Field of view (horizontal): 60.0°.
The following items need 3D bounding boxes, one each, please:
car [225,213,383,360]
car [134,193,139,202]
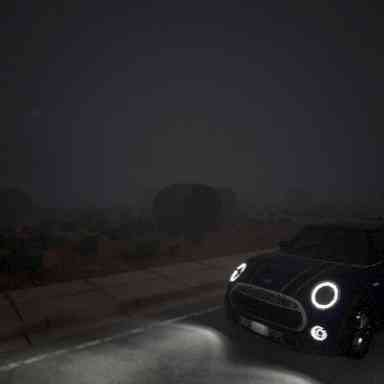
[{"bbox_3d":[2.756,1.327,6.063,4.553,1.767,2.097,0,0,-37],"label":"car"},{"bbox_3d":[-11.364,1.168,73.546,1.905,1.878,3.866,5,3,7],"label":"car"}]
